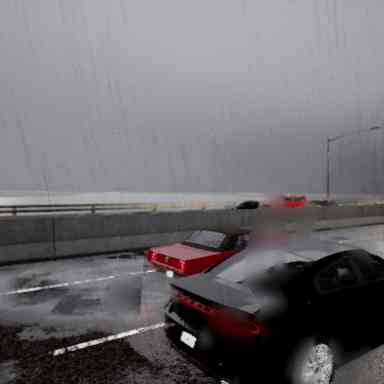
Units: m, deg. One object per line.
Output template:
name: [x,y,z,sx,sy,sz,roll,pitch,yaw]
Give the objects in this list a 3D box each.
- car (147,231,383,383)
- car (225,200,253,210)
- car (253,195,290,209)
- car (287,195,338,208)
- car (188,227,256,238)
car: [1.972,1.489,5.145,5.008,1.535,1.882,0,0,-35]
car: [5.508,1.542,33.604,5.008,1.535,1.882,0,0,-35]
car: [8.786,1.289,31.630,5.566,2.045,2.150,0,0,-35]
car: [10.782,1.419,28.751,4.553,1.767,2.097,0,0,-35]
car: [1.295,1.617,8.960,4.718,1.301,1.895,0,0,-35]
